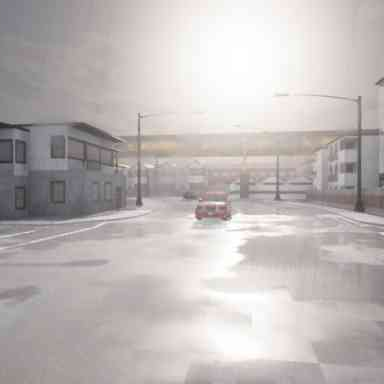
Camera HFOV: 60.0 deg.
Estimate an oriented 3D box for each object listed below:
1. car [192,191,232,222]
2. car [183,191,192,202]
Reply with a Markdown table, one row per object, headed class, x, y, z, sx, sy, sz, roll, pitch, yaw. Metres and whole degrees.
| class | x | y | z | sx | sy | sz | roll | pitch | yaw |
| --- | --- | --- | --- | --- | --- | --- | --- | --- | --- |
| car | 1.773 | 1.022 | 24.858 | 2.150 | 2.045 | 5.566 | 0 | 1 | 12 |
| car | 0.052 | 0.643 | 50.391 | 1.837 | 1.490 | 4.892 | 2 | 0 | -21 |
